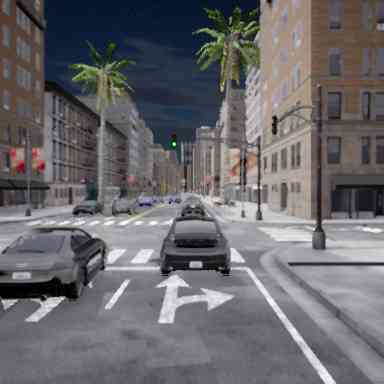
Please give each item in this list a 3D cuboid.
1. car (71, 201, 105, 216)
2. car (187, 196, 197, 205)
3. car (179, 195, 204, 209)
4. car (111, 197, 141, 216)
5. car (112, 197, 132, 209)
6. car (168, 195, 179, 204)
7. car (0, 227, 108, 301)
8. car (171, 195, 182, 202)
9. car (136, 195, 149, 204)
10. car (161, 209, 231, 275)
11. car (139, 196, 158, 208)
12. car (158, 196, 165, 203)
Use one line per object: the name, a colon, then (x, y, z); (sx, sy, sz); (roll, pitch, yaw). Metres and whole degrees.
car: (-9.853, 1.532, 32.170); (2.033, 1.411, 5.357); (0, 0, 0)
car: (-0.003, 1.487, 61.612); (1.837, 1.490, 4.892); (0, 0, 0)
car: (0.098, 1.336, 32.108); (2.097, 1.767, 4.553); (0, 0, 0)
car: (-6.598, 1.489, 32.712); (1.837, 1.490, 4.892); (0, 0, 0)
car: (-9.837, 1.508, 46.947); (1.812, 1.442, 4.674); (0, 0, 0)
car: (-3.254, 1.333, 61.898); (2.097, 1.767, 4.553); (0, 0, 0)
car: (-3.391, 1.557, 8.313); (1.994, 1.385, 4.181); (0, 0, -5)
car: (-3.255, 1.397, 71.934); (2.128, 1.511, 4.902); (0, 0, 0)
car: (-9.754, 1.487, 66.104); (1.882, 1.535, 5.008); (0, 0, 0)
car: (0.095, 1.499, 10.383); (1.837, 1.490, 4.892); (0, 0, 0)
car: (-6.583, 1.460, 48.330); (1.882, 1.535, 5.008); (0, 0, 0)
car: (-6.504, 1.524, 66.104); (1.837, 1.490, 4.892); (0, 0, 0)
